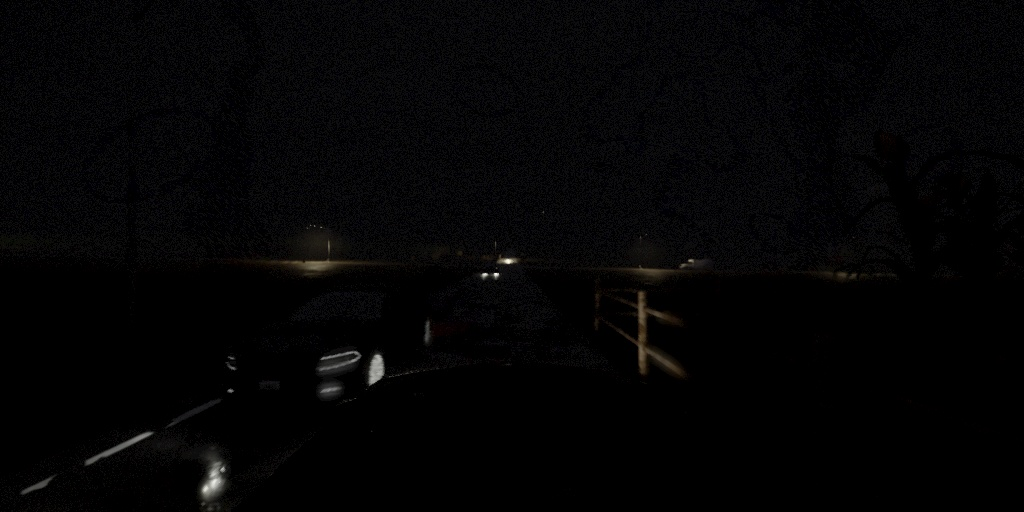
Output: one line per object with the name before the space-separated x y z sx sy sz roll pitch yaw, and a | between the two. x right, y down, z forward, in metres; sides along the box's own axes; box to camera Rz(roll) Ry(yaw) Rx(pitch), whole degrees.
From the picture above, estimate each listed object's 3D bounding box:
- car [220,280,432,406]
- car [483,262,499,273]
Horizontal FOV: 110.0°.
car | -2.850 1.267 6.716 1.882 1.535 5.008 0 0 0
car | -2.821 1.520 48.767 1.882 1.535 5.008 0 0 0
